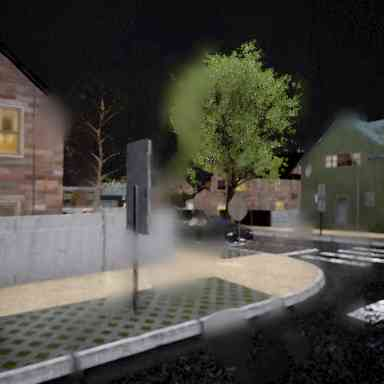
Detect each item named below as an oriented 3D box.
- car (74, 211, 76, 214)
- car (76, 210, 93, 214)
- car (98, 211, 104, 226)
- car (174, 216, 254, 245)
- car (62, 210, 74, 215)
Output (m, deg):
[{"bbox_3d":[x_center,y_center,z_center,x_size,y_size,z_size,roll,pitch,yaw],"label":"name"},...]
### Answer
[{"bbox_3d":[-19.307,3.642,52.489,1.895,1.301,4.718,1,-3,-35],"label":"car"},{"bbox_3d":[-13.487,3.121,44.264,1.882,1.535,5.008,1,-3,-35],"label":"car"},{"bbox_3d":[-7.048,2.590,30.034,1.994,1.385,4.181,1,-2,-35],"label":"car"},{"bbox_3d":[0.991,2.042,18.544,2.033,1.411,5.357,1,-2,-35],"label":"car"},{"bbox_3d":[-18.573,3.333,46.647,1.837,1.490,4.892,1,-3,-35],"label":"car"}]
